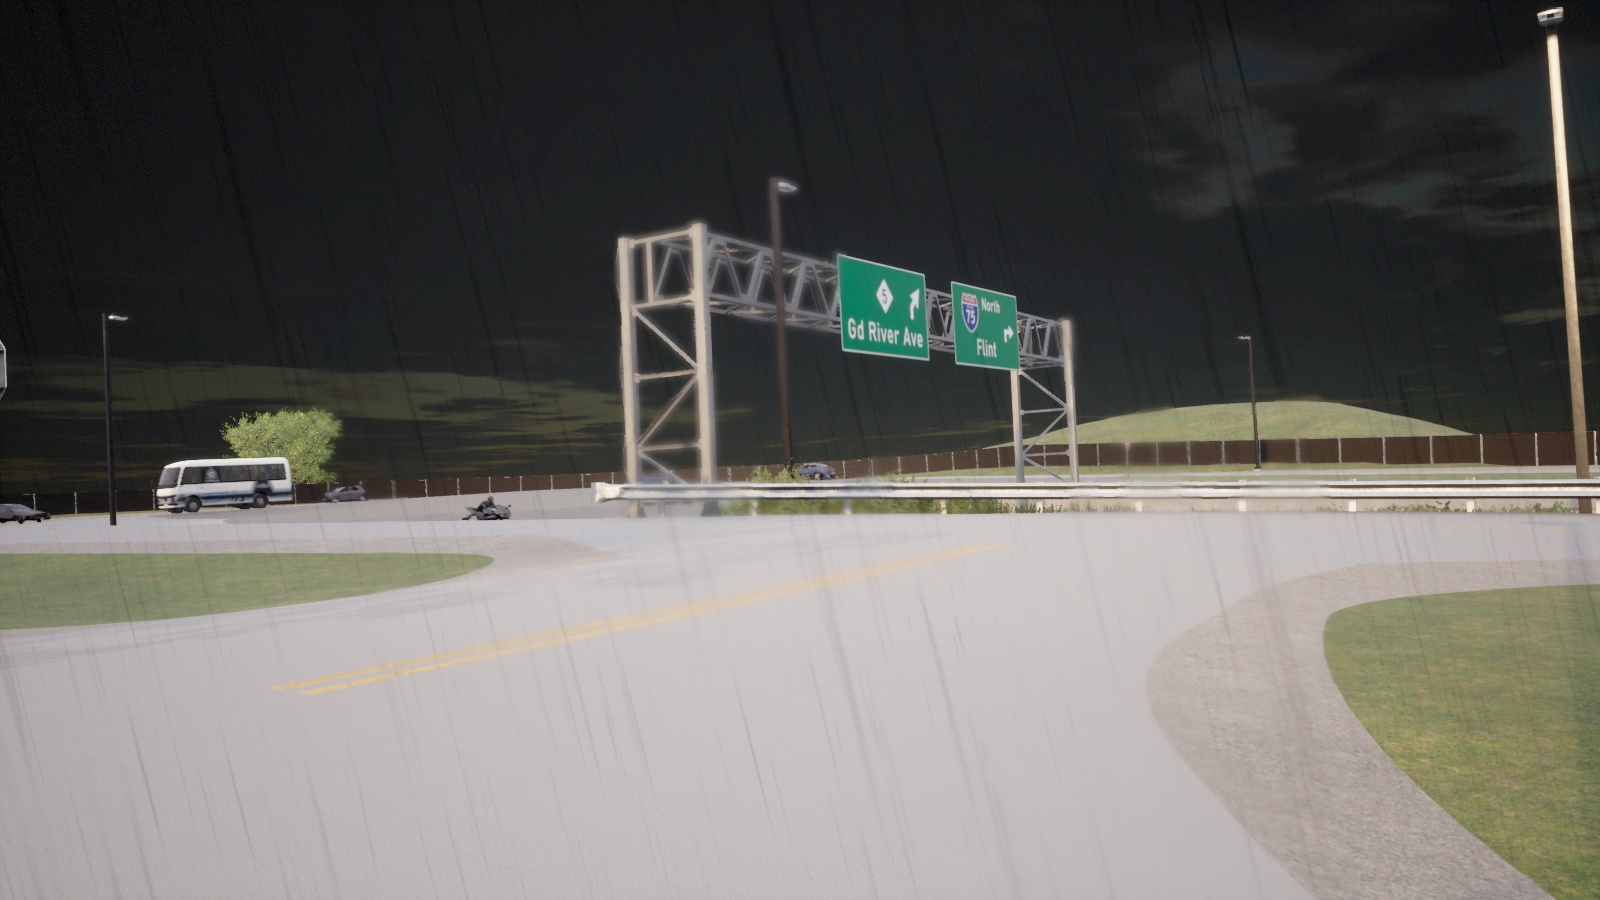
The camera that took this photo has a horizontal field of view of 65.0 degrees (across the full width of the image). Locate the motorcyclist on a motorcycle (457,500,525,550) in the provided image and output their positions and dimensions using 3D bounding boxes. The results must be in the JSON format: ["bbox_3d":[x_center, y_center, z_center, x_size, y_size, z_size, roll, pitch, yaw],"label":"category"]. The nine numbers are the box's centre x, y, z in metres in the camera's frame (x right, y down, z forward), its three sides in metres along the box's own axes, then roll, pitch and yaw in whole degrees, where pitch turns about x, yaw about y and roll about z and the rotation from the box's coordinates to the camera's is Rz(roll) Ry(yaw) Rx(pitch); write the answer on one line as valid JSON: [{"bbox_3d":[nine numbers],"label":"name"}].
[{"bbox_3d":[-10.149,2.473,41.245,2.191,1.530,0.866,-4,-1,34],"label":"motorcyclist on a motorcycle"}]
